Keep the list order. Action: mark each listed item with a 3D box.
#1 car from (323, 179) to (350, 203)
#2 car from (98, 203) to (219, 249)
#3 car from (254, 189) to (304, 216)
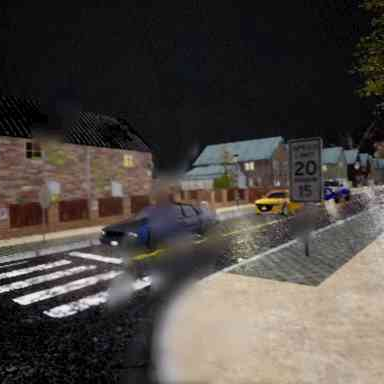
[{"bbox_3d":[12.614,-0.133,30.036,2.150,2.045,5.566,-1,2,39],"label":"car"},{"bbox_3d":[-0.974,1.151,12.893,2.033,1.411,5.357,-1,2,36],"label":"car"},{"bbox_3d":[5.802,0.598,21.504,1.882,1.535,5.008,-1,2,39],"label":"car"}]
